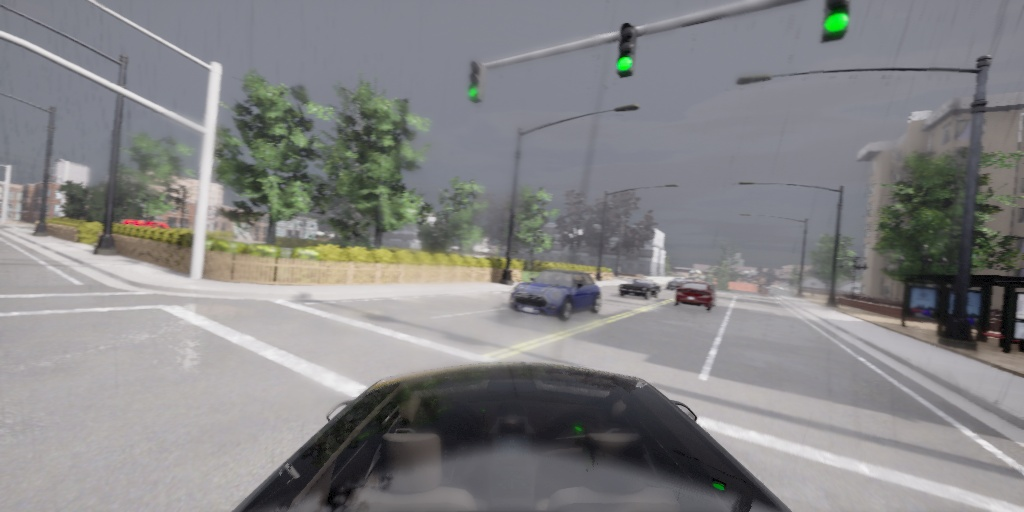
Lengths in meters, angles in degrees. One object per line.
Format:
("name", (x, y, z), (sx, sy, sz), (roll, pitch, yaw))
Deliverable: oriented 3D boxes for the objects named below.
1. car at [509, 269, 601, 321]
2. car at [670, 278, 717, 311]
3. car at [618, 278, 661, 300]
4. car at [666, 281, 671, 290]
("car", (1.817, 1.309, 13.785), (2.097, 1.767, 4.553), (5, 0, 33))
("car", (11.242, 2.326, 21.841), (1.882, 1.535, 5.008), (5, 0, 33))
("car", (8.893, 2.233, 24.838), (1.895, 1.301, 4.718), (5, 0, 33))
("car", (18.335, 3.136, 39.373), (2.033, 1.411, 5.357), (5, 0, 33))
